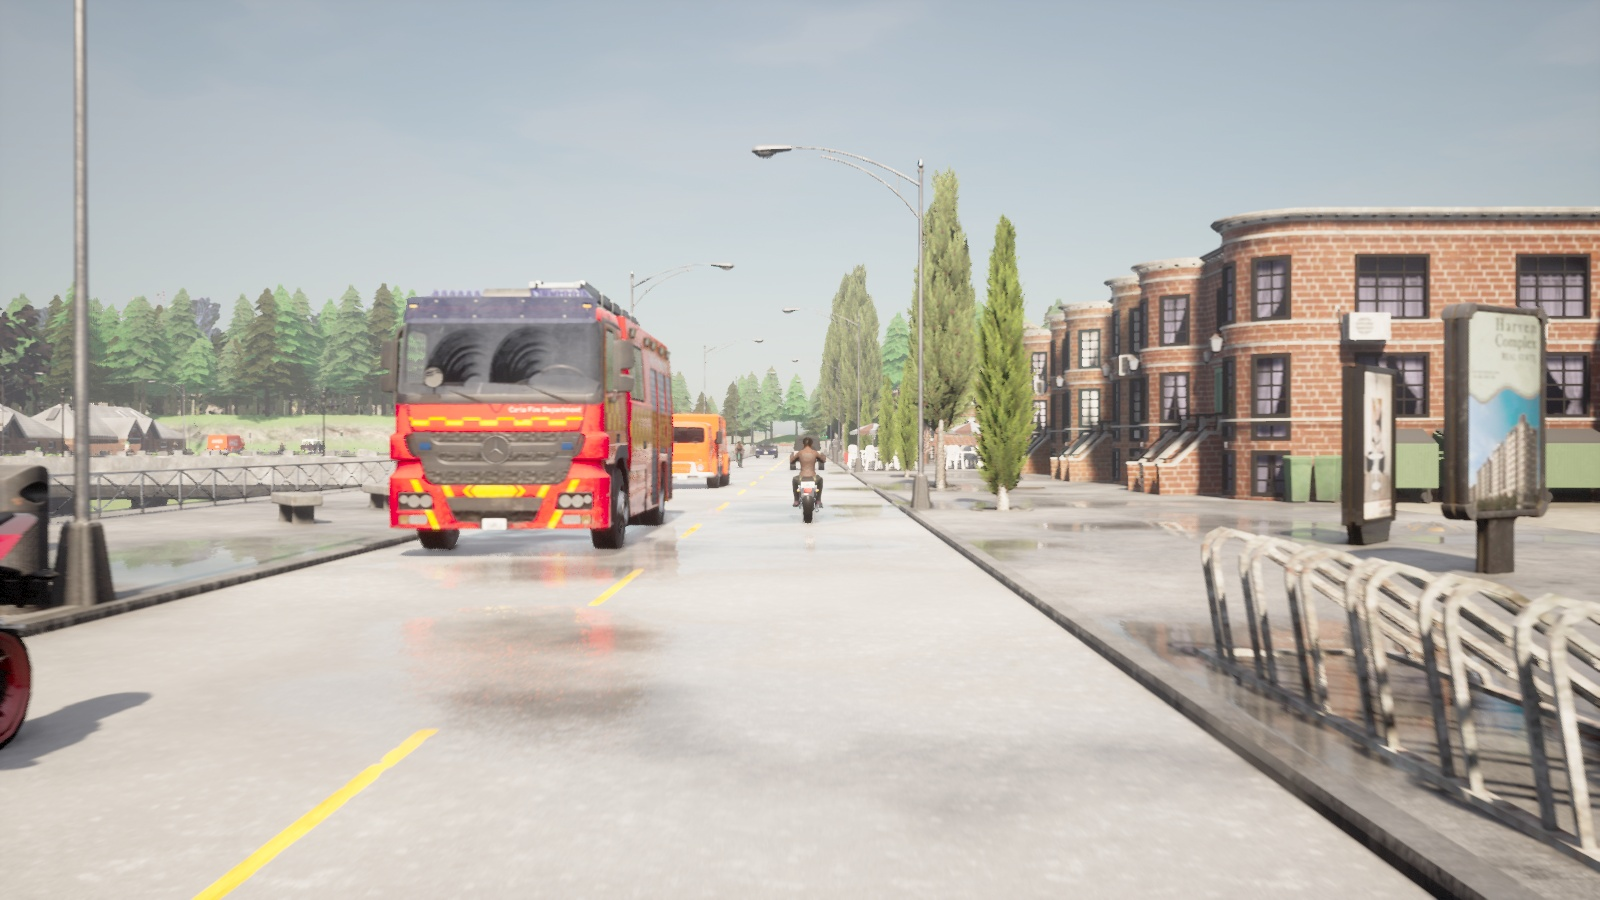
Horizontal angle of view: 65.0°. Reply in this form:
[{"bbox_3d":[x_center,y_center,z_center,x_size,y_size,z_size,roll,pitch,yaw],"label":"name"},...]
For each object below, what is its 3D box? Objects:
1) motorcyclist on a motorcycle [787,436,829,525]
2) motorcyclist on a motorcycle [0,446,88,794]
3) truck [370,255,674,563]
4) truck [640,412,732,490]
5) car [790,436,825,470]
[{"bbox_3d":[0.150,0.560,24.317,0.766,1.649,2.350,0,0,0],"label":"motorcyclist on a motorcycle"},{"bbox_3d":[-3.956,0.750,5.103,0.866,1.530,2.191,0,0,0],"label":"motorcyclist on a motorcycle"},{"bbox_3d":[-3.875,-0.533,19.823,2.891,3.827,8.468,0,0,0],"label":"truck"},{"bbox_3d":[-3.749,0.018,42.408,2.627,2.467,5.204,0,0,0],"label":"truck"},{"bbox_3d":[0.402,0.148,70.012,1.905,1.878,3.866,0,0,0],"label":"car"}]
